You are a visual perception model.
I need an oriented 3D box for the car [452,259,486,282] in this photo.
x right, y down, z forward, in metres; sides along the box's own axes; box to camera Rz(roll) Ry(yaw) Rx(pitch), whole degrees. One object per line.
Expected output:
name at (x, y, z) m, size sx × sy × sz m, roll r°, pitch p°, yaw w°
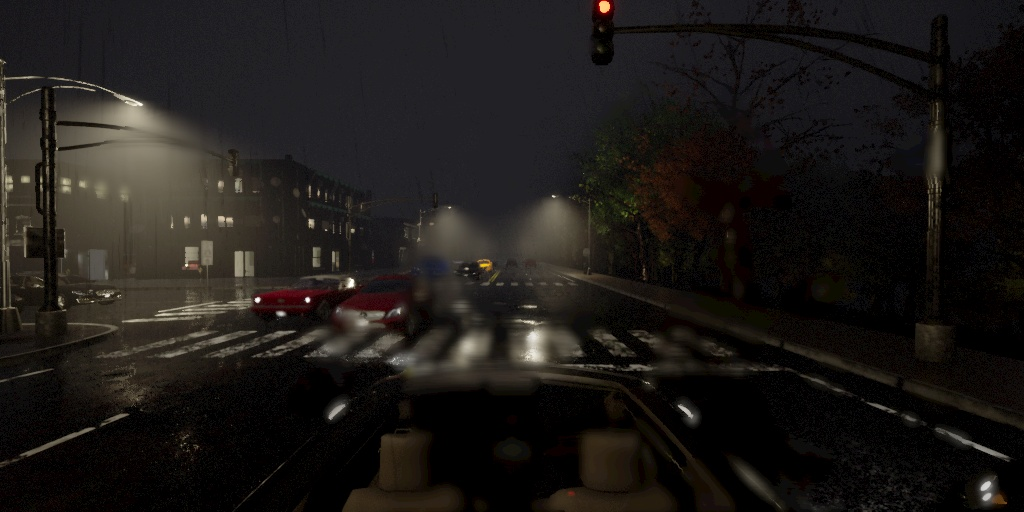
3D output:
car at (-3.407, 1.246, 29.202) m, size 1.837 × 1.490 × 4.892 m, roll 0°, pitch 0°, yaw 0°

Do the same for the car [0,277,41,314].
car at (-19.970, 1.565, 12.517) m, size 4.313 × 1.339 × 1.948 m, roll 0°, pitch 0°, yaw 0°

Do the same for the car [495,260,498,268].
car at (-3.429, 1.328, 61.995) m, size 1.895 × 1.301 × 4.718 m, roll 0°, pitch 0°, yaw 0°

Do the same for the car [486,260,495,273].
car at (-3.435, 1.213, 44.316) m, size 1.882 × 1.535 × 5.008 m, roll 0°, pitch 0°, yaw 0°

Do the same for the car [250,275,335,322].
car at (-6.623, 1.349, 12.488) m, size 1.895 × 1.301 × 4.718 m, roll 0°, pitch 0°, yaw 0°

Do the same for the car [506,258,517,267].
car at (-0.032, 1.204, 63.789) m, size 1.882 × 1.535 × 5.008 m, roll 0°, pitch 0°, yaw 0°

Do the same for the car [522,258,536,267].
car at (3.220, 1.204, 63.208) m, size 1.882 × 1.535 × 5.008 m, roll 0°, pitch 0°, yaw 0°

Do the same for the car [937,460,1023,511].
car at (3.355, 1.314, 0.201) m, size 1.994 × 1.385 × 4.181 m, roll 0°, pitch 0°, yaw 0°

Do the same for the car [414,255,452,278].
car at (-6.657, 0.963, 30.273) m, size 2.150 × 2.045 × 5.566 m, roll 0°, pitch 0°, yaw 0°

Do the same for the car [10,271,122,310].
car at (-19.619, 1.472, 15.223) m, size 4.892 × 1.490 × 1.837 m, roll -1°, pitch 1°, yaw 0°

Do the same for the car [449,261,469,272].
car at (-6.689, 1.299, 45.643) m, size 1.994 × 1.385 × 4.181 m, roll 0°, pitch 0°, yaw 0°

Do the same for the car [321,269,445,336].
car at (-3.380, 1.274, 10.477) m, size 1.812 × 1.442 × 4.674 m, roll 0°, pitch 0°, yaw 0°
